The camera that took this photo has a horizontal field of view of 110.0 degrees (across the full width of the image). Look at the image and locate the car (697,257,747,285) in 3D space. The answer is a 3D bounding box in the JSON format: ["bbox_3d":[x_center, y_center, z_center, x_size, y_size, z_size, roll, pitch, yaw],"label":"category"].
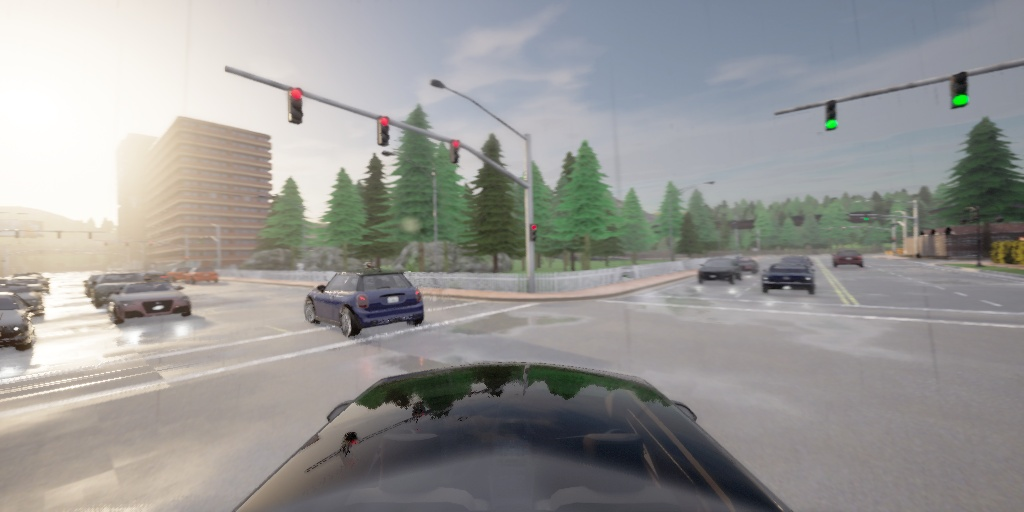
[{"bbox_3d":[13.019,0.861,22.358,1.882,1.535,5.008,-2,0,39],"label":"car"}]

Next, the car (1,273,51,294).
[{"bbox_3d":[-29.118,2.014,21.212,4.902,1.511,2.128,-2,0,38],"label":"car"}]

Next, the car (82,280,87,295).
[{"bbox_3d":[-28.811,2.015,25.416,4.892,1.490,1.837,-2,0,38],"label":"car"}]

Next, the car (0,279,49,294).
[{"bbox_3d":[-21.066,1.873,14.915,4.181,1.385,1.994,-2,0,38],"label":"car"}]

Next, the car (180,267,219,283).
[{"bbox_3d":[-32.151,1.944,37.085,4.553,1.767,2.097,-2,0,38],"label":"car"}]

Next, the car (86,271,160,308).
[{"bbox_3d":[-20.867,1.652,19.194,4.553,1.767,2.097,-2,0,38],"label":"car"}]

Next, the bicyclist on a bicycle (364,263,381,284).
[{"bbox_3d":[-9.598,1.295,24.324,0.582,1.620,1.656,-2,0,38],"label":"bicyclist on a bicycle"}]

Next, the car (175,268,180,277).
[{"bbox_3d":[-39.137,2.128,42.470,4.553,1.767,2.097,-2,0,38],"label":"car"}]

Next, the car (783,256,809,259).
[{"bbox_3d":[19.076,0.766,24.236,2.033,1.411,5.357,-2,0,40],"label":"car"}]

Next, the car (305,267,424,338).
[{"bbox_3d":[-4.656,1.221,11.009,4.553,1.767,2.097,-1,0,45],"label":"car"}]

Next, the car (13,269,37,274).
[{"bbox_3d":[-37.246,2.088,27.607,4.553,1.767,2.097,-2,0,38],"label":"car"}]

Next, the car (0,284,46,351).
[{"bbox_3d":[-13.817,1.665,9.249,5.357,1.411,2.033,-2,0,38],"label":"car"}]

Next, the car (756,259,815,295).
[{"bbox_3d":[12.946,0.990,16.782,1.895,1.301,4.718,-2,0,40],"label":"car"}]

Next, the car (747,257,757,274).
[{"bbox_3d":[19.320,0.772,30.017,1.994,1.385,4.181,-2,0,40],"label":"car"}]

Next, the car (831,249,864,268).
[{"bbox_3d":[32.707,0.195,35.057,2.097,1.767,4.553,-2,0,40],"label":"car"}]

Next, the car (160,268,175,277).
[{"bbox_3d":[-34.141,2.152,34.202,4.892,1.490,1.837,-2,0,38],"label":"car"}]

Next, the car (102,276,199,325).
[{"bbox_3d":[-14.056,1.684,13.877,4.181,1.385,1.994,-1,0,38],"label":"car"}]
